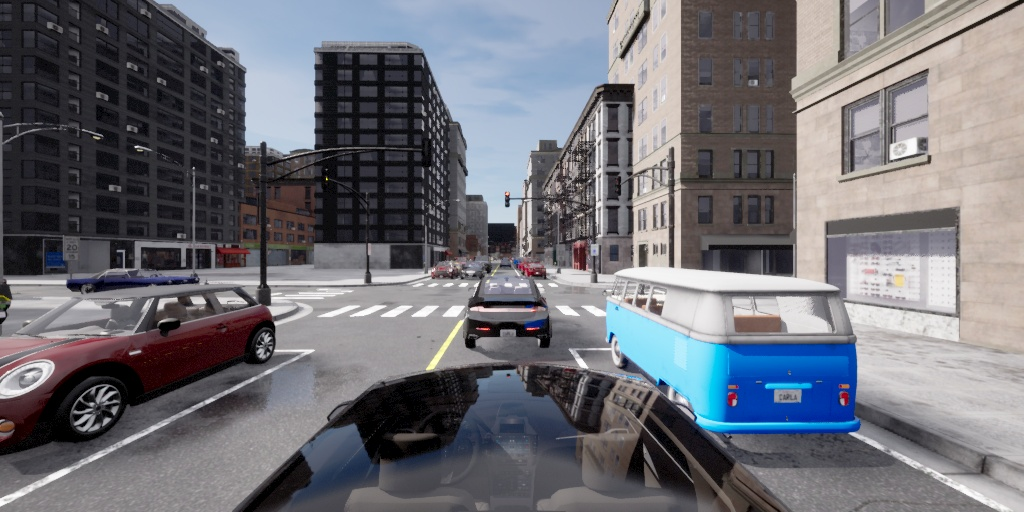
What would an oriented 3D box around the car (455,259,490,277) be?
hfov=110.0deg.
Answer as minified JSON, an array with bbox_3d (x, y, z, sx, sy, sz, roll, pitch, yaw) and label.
[{"bbox_3d":[-3.395,1.240,31.626,2.128,1.511,4.902,0,0,-1],"label":"car"}]

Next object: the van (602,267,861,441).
[{"bbox_3d":[2.584,1.091,5.253,1.690,1.789,3.998,0,0,-1],"label":"van"}]

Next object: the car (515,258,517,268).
[{"bbox_3d":[1.770,1.292,48.355,1.888,1.381,4.507,0,0,-1],"label":"car"}]

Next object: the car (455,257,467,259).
[{"bbox_3d":[-6.151,1.063,42.794,2.192,1.841,5.009,0,0,-1],"label":"car"}]

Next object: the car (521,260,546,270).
[{"bbox_3d":[2.077,1.294,32.129,1.888,1.381,4.507,0,0,-1],"label":"car"}]

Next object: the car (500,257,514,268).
[{"bbox_3d":[-1.131,1.306,62.289,1.994,1.385,4.181,0,0,-1],"label":"car"}]

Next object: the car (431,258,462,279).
[{"bbox_3d":[-5.947,1.188,31.977,1.967,1.591,4.097,0,0,-1],"label":"car"}]

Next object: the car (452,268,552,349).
[{"bbox_3d":[-0.126,1.241,9.188,2.128,1.511,4.902,0,0,-1],"label":"car"}]

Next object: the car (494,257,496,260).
[{"bbox_3d":[-3.782,1.293,52.190,2.033,1.411,5.357,0,0,-1],"label":"car"}]

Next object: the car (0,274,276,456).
[{"bbox_3d":[-5.439,1.190,5.102,1.967,1.591,4.097,0,0,-1],"label":"car"}]

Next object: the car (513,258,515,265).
[{"bbox_3d":[1.566,1.309,59.172,1.948,1.339,4.313,0,0,-1],"label":"car"}]

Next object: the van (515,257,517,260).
[{"bbox_3d":[1.668,1.086,53.764,1.690,1.789,3.998,0,0,-1],"label":"van"}]

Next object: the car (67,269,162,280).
[{"bbox_3d":[-17.814,1.262,17.102,4.718,1.301,1.895,0,0,-1],"label":"car"}]

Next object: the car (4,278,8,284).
[{"bbox_3d":[-27.472,1.154,16.915,5.357,1.411,2.033,0,0,-1],"label":"car"}]

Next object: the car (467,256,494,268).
[{"bbox_3d":[-3.586,0.970,41.788,2.150,2.045,5.566,0,0,0],"label":"car"}]

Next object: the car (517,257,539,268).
[{"bbox_3d":[1.975,1.063,37.537,2.192,1.841,5.009,0,0,-1],"label":"car"}]
